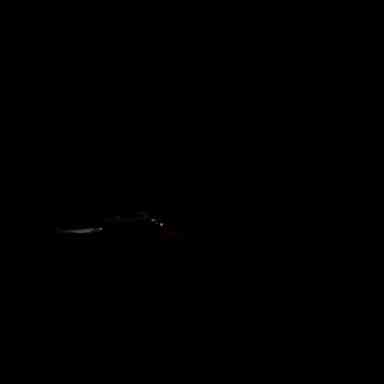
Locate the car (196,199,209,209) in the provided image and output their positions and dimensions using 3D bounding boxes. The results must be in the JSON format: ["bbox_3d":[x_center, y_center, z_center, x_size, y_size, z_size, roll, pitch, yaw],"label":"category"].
[{"bbox_3d":[1.959,2.852,73.297,1.837,1.490,4.892,-1,0,10],"label":"car"}]

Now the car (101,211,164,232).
[{"bbox_3d":[-4.265,2.065,23.755,4.674,1.442,1.812,-1,-2,20],"label":"car"}]
